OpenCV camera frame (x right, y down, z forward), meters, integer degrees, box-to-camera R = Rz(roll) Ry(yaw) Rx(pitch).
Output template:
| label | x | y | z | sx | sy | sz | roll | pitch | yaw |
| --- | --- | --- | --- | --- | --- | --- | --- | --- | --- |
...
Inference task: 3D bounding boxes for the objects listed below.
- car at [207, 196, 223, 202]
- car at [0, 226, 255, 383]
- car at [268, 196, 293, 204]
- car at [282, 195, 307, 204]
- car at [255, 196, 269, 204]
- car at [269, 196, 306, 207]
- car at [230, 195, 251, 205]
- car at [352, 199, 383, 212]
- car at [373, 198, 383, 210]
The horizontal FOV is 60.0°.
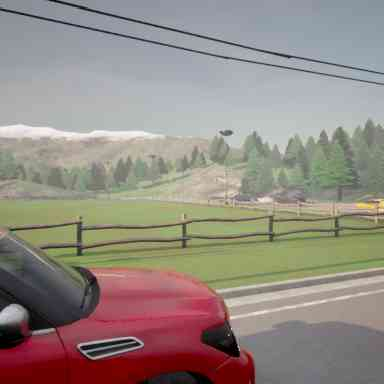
| label | x | y | z | sx | sy | sz | roll | pitch | yaw |
| --- | --- | --- | --- | --- | --- | --- | --- | --- | --- |
| car | 5.202 | 1.540 | 74.895 | 2.033 | 1.411 | 5.357 | 0 | 0 | -24 |
| car | -2.223 | 1.221 | 2.583 | 5.566 | 2.045 | 2.150 | 0 | 0 | -24 |
| car | 17.275 | 1.490 | 65.217 | 2.128 | 1.511 | 4.902 | 0 | 0 | -24 |
| car | 20.493 | 1.477 | 66.593 | 1.882 | 1.535 | 5.008 | 0 | 0 | -24 |
| car | 13.995 | 1.525 | 63.980 | 1.812 | 1.442 | 4.674 | 0 | 0 | -24 |
| car | 15.102 | 1.548 | 52.873 | 2.033 | 1.411 | 5.357 | 0 | 0 | -24 |
| car | 8.522 | 1.352 | 59.064 | 2.097 | 1.767 | 4.553 | 0 | 0 | -24 |
| car | 19.232 | 1.477 | 34.976 | 1.882 | 1.535 | 5.008 | 0 | 0 | -24 |
| car | 24.644 | 1.477 | 40.032 | 1.882 | 1.535 | 5.008 | 0 | 0 | -24 |
